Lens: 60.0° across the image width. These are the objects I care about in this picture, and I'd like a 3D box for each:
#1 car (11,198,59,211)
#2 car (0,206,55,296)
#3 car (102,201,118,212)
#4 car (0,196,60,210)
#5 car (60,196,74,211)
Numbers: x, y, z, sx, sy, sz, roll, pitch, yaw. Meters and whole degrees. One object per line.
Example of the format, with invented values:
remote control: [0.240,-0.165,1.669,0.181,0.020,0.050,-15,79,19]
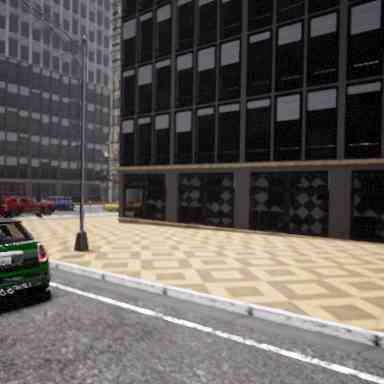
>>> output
car: [-18.641,1.411,39.690,1.752,1.417,4.829,1,0,37]
car: [-5.226,1.297,7.419,4.553,1.767,2.097,0,0,36]
car: [-8.347,1.650,39.510,1.752,1.417,4.829,1,0,37]
car: [-15.158,1.338,30.309,2.192,1.841,5.009,1,0,37]
car: [-16.163,1.302,38.662,2.097,1.767,4.553,2,0,37]
